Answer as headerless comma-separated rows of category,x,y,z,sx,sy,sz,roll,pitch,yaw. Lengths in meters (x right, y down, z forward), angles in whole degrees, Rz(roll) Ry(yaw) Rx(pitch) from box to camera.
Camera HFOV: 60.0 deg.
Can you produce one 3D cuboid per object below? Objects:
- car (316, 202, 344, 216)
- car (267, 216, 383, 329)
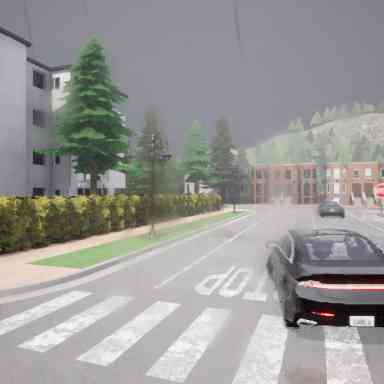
car,12.550,1.554,30.411,1.994,1.385,4.181,0,0,14
car,2.644,1.495,6.750,2.128,1.511,4.902,-2,-1,10
